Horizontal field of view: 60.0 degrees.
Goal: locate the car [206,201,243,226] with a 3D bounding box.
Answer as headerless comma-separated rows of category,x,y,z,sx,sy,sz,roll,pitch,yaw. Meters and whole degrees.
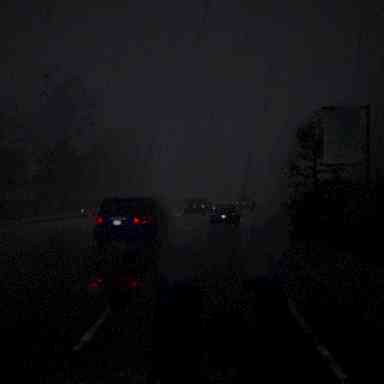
car,2.407,1.566,23.688,1.994,1.385,4.181,0,0,10

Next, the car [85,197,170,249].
car,-2.447,1.212,14.841,2.150,2.045,5.566,0,0,6

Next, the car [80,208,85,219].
car,-7.612,1.569,28.474,1.895,1.301,4.718,0,0,11

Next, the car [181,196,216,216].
car,0.716,1.345,32.758,2.097,1.767,4.553,0,0,13

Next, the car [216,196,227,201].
car,5.456,1.491,66.945,1.882,1.535,5.008,0,0,26

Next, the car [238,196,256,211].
car,6.730,1.363,41.360,2.097,1.767,4.553,0,0,17

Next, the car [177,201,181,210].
car,-0.453,1.488,42.531,1.837,1.490,4.892,0,0,18
